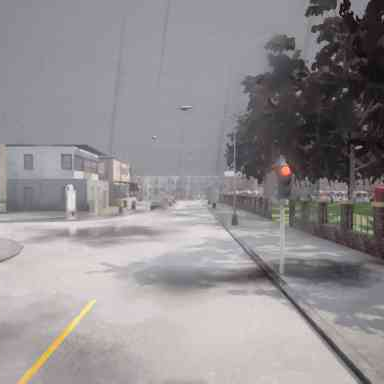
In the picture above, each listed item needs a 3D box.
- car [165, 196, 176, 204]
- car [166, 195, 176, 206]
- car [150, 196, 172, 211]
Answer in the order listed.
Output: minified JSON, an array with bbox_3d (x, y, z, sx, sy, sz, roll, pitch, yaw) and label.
[{"bbox_3d":[-4.051,1.525,62.565,1.812,1.442,4.674,0,0,1],"label":"car"},{"bbox_3d":[-4.083,1.352,52.067,2.097,1.767,4.553,0,0,0],"label":"car"},{"bbox_3d":[-4.092,1.547,41.965,2.033,1.411,5.357,0,0,0],"label":"car"}]
